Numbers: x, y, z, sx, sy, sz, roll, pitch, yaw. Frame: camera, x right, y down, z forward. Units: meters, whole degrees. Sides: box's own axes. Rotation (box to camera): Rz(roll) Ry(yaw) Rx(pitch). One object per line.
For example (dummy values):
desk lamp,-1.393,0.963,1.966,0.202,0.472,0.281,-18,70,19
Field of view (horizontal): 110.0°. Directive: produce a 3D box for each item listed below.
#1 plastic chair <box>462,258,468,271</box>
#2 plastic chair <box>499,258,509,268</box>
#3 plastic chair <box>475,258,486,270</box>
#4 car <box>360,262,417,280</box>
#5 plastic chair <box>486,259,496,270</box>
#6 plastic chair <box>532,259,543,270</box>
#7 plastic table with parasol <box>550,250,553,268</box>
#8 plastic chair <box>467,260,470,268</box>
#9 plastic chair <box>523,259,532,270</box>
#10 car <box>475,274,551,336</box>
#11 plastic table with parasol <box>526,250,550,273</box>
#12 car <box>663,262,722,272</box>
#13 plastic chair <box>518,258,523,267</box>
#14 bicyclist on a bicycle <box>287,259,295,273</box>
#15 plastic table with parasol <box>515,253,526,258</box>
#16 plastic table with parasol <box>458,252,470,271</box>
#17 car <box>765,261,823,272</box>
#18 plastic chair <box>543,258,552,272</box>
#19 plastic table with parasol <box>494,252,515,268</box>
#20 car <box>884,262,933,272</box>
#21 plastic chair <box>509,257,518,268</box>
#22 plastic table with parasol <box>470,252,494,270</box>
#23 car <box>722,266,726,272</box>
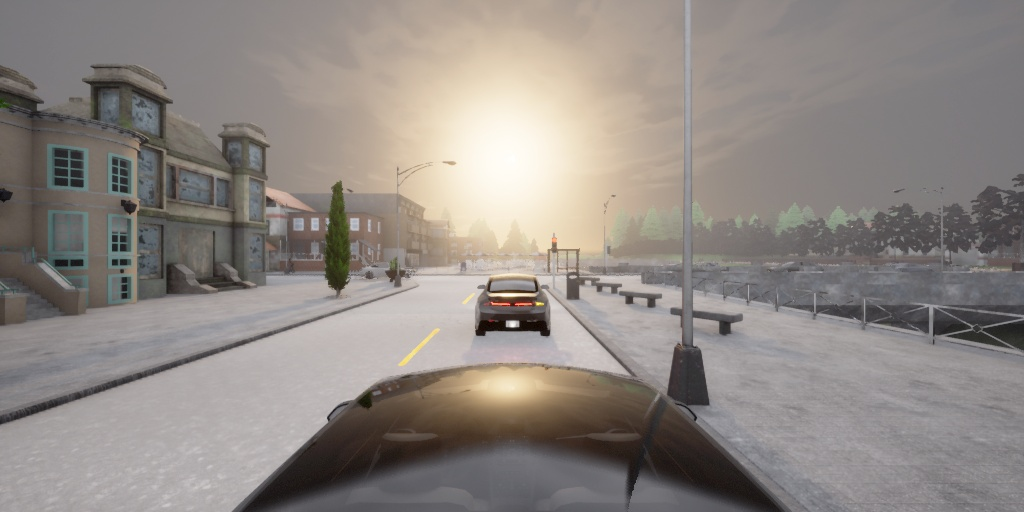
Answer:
plastic chair,-7.053,1.279,56.176,0.750,1.272,0.730,0,0,-1
plastic chair,-1.256,1.279,56.544,0.750,1.272,0.730,0,0,0
plastic chair,-4.357,1.279,49.544,0.750,1.272,0.730,0,0,0
car,-10.587,1.275,30.752,4.674,1.442,1.812,0,0,0
plastic chair,-2.957,1.279,50.644,0.730,1.272,0.750,0,0,0
plastic chair,3.443,1.279,48.744,0.750,1.272,0.730,0,0,0
plastic table with parasol,4.994,0.675,58.644,2.482,2.480,2.482,0,0,0
plastic chair,-5.557,1.279,50.844,0.730,1.272,0.750,0,0,0
plastic chair,2.243,1.279,50.044,0.730,1.272,0.750,0,0,0
car,0.035,1.255,10.345,1.837,1.490,4.892,0,0,1
plastic table with parasol,3.583,0.675,50.014,2.482,2.480,2.482,0,0,0
car,14.942,1.275,30.759,4.674,1.442,1.812,0,0,0
plastic chair,1.047,1.279,64.176,0.750,1.272,0.730,0,0,-1
bicyclist on a bicycle,-24.188,1.099,39.139,0.582,1.620,1.656,0,0,0
plastic table with parasol,1.164,0.675,65.354,2.482,2.480,2.482,0,0,0
plastic table with parasol,-7.126,0.675,57.355,2.482,2.480,2.482,0,0,0
car,27.429,1.253,34.946,4.892,1.490,1.837,-1,0,0
plastic chair,4.843,1.279,49.844,0.730,1.272,0.750,0,0,0
plastic table with parasol,-1.206,0.675,57.744,2.482,2.480,2.482,0,0,0
car,38.127,1.314,34.935,4.181,1.385,1.994,0,0,0
plastic chair,0.144,1.279,57.644,0.730,1.272,0.750,0,0,0
plastic table with parasol,-4.237,0.675,50.764,2.482,2.480,2.482,0,0,0
car,18.647,1.314,34.947,4.181,1.385,1.994,0,0,0
